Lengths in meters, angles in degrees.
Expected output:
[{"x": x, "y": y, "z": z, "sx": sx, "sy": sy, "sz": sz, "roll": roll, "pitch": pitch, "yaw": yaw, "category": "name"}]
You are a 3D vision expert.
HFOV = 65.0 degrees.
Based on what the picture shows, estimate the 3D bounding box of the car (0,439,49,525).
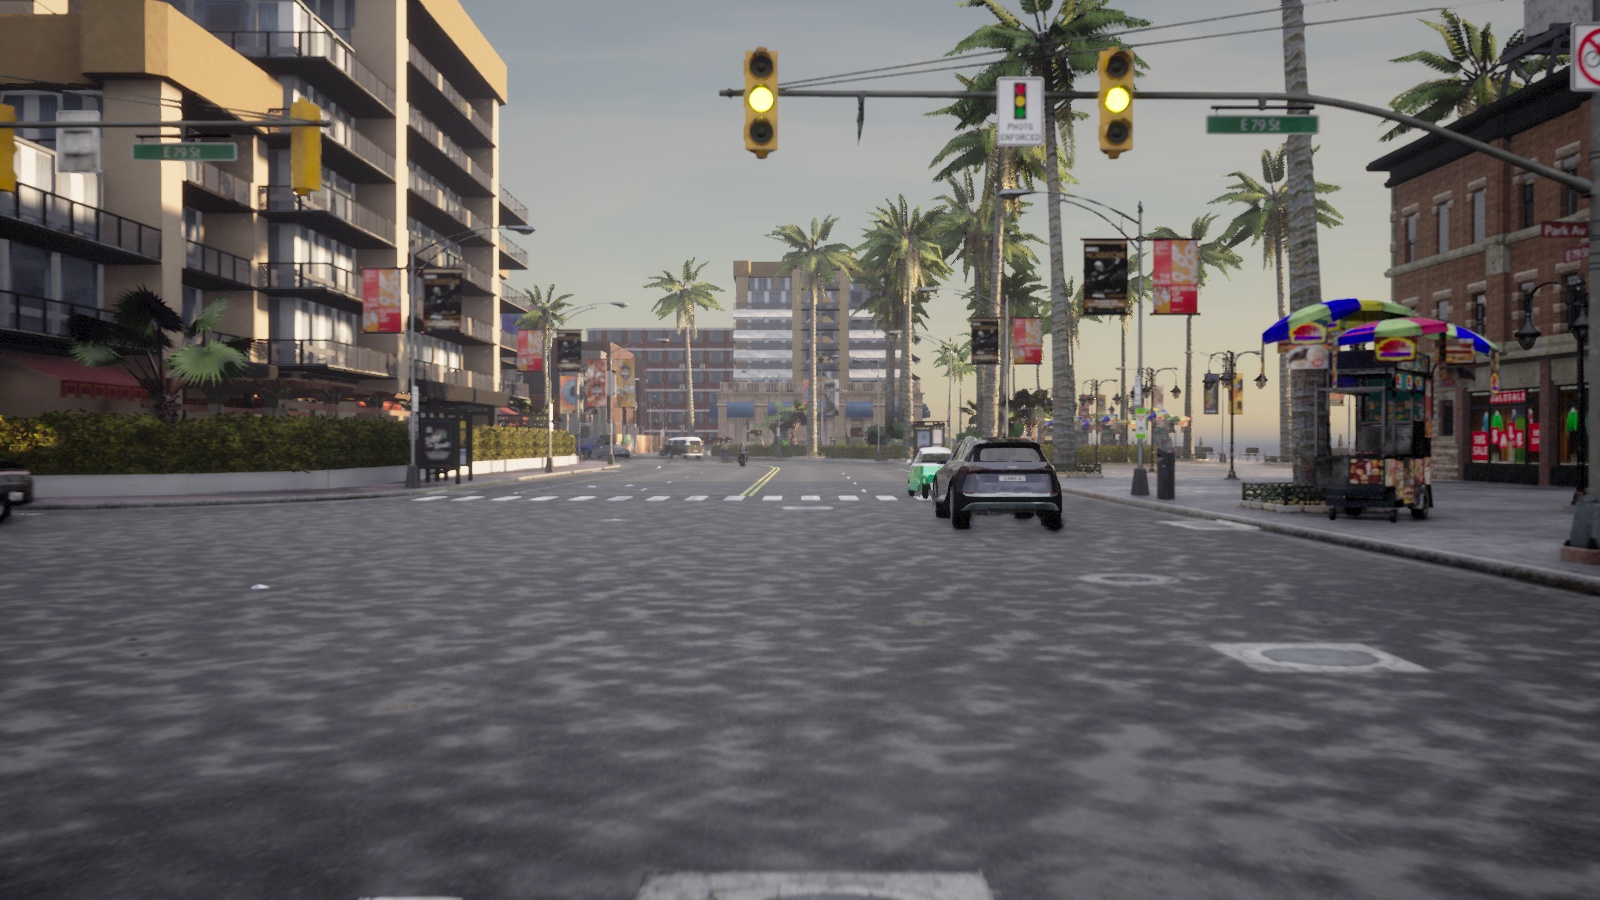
[{"x": -16.591, "y": 0.562, "z": 22.630, "sx": 4.902, "sy": 1.511, "sz": 2.128, "roll": 0, "pitch": 0, "yaw": 3, "category": "car"}]

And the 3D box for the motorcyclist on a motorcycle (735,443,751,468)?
[{"x": -3.595, "y": 0.333, "z": 79.013, "sx": 0.866, "sy": 1.530, "sz": 2.191, "roll": 0, "pitch": 0, "yaw": -7, "category": "motorcyclist on a motorcycle"}]

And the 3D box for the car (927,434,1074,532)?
[{"x": 3.650, "y": 0.546, "z": 23.763, "sx": 2.033, "sy": 1.649, "sz": 4.856, "roll": 0, "pitch": 0, "yaw": 0, "category": "car"}]

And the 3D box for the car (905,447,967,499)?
[{"x": 3.711, "y": 0.610, "z": 34.475, "sx": 1.481, "sy": 1.376, "sz": 2.207, "roll": 0, "pitch": 1, "yaw": 0, "category": "car"}]
